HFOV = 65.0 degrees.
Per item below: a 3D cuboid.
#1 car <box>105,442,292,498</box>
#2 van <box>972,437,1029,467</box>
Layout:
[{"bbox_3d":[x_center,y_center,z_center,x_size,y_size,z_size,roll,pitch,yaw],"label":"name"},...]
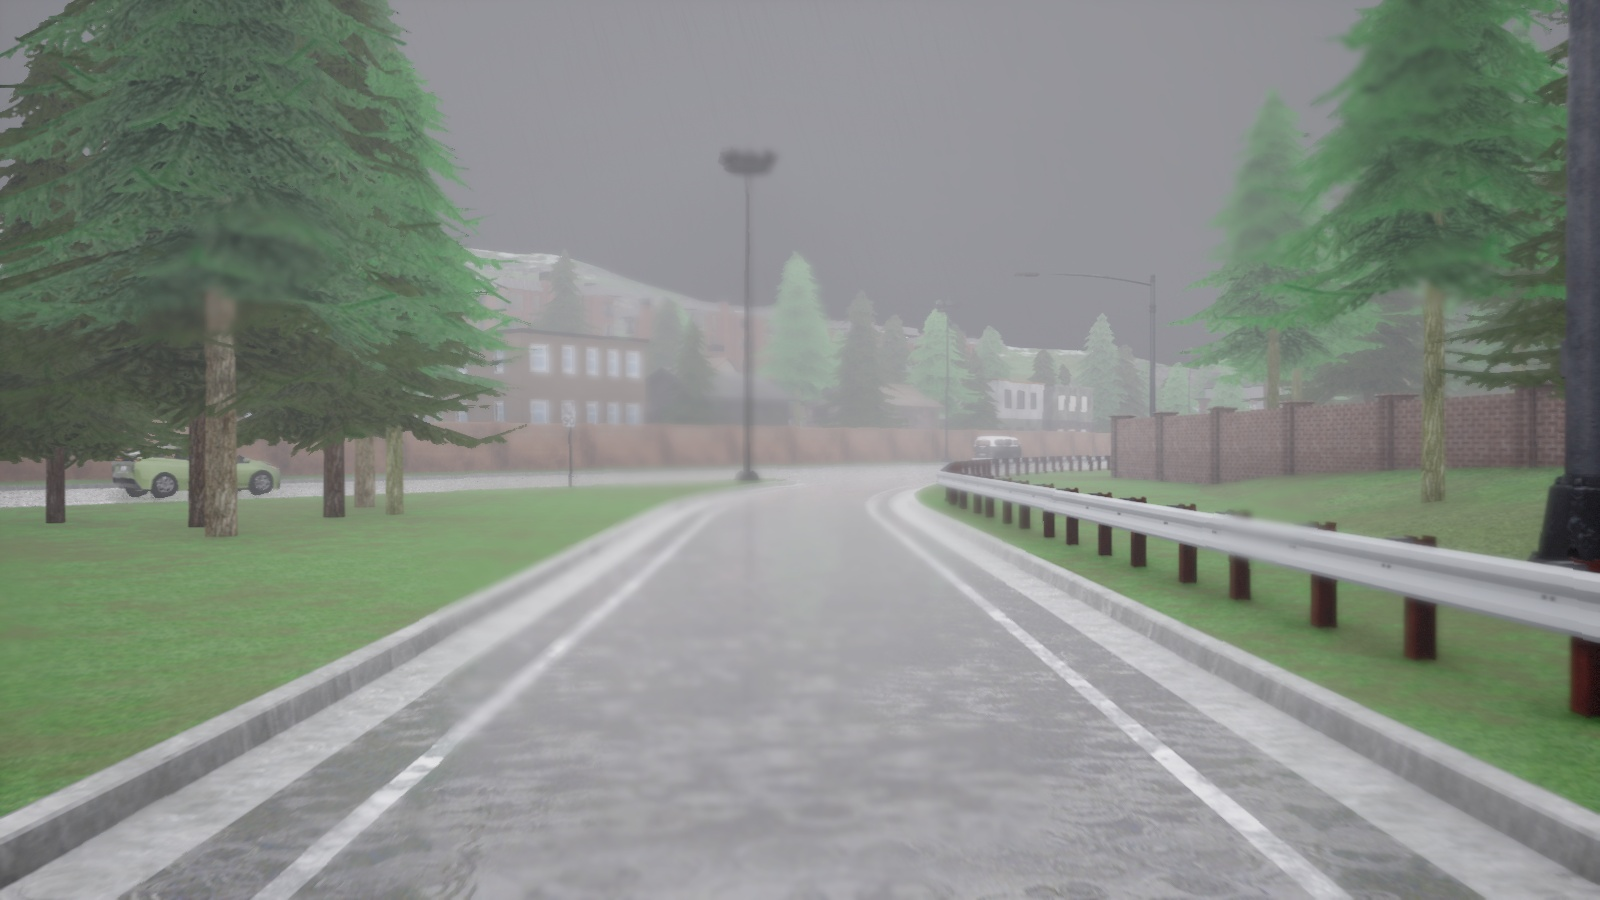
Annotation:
[{"bbox_3d":[-17.538,0.532,36.801,2.007,1.525,4.514,0,0,38],"label":"car"},{"bbox_3d":[14.202,0.125,88.878,2.069,2.038,4.480,0,1,38],"label":"van"}]
